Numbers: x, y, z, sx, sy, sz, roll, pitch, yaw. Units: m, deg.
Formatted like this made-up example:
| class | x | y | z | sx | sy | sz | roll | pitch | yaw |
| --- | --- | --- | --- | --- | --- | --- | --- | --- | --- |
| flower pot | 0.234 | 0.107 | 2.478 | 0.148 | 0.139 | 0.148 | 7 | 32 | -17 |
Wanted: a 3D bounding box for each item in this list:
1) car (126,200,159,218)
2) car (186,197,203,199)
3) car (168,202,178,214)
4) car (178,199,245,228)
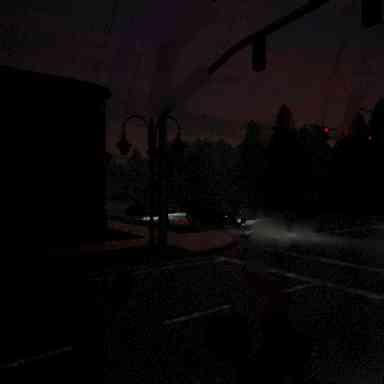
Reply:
| class | x | y | z | sx | sy | sz | roll | pitch | yaw |
| --- | --- | --- | --- | --- | --- | --- | --- | --- | --- |
| car | -4.443 | 1.554 | 30.658 | 1.994 | 1.385 | 4.181 | 0 | 0 | -35 |
| car | 0.071 | 1.337 | 36.733 | 2.097 | 1.767 | 4.553 | 0 | 0 | -35 |
| car | -3.255 | 1.551 | 35.080 | 1.994 | 1.385 | 4.181 | 0 | 0 | -35 |
| car | 1.456 | 1.481 | 22.205 | 2.128 | 1.511 | 4.902 | 0 | 0 | -35 |
